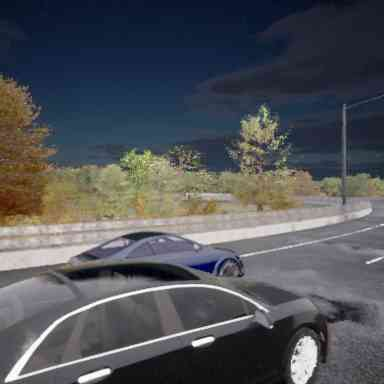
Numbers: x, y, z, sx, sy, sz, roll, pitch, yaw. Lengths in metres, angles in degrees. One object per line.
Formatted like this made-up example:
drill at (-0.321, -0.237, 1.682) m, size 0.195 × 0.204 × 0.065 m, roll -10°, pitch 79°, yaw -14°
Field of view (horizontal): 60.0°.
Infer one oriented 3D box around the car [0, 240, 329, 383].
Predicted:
car at (-0.452, 1.530, 3.605) m, size 4.892 × 1.490 × 1.837 m, roll 0°, pitch 0°, yaw -37°

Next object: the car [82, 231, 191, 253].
car at (-0.717, 1.615, 7.826) m, size 4.181 × 1.385 × 1.994 m, roll 0°, pitch 0°, yaw -38°
